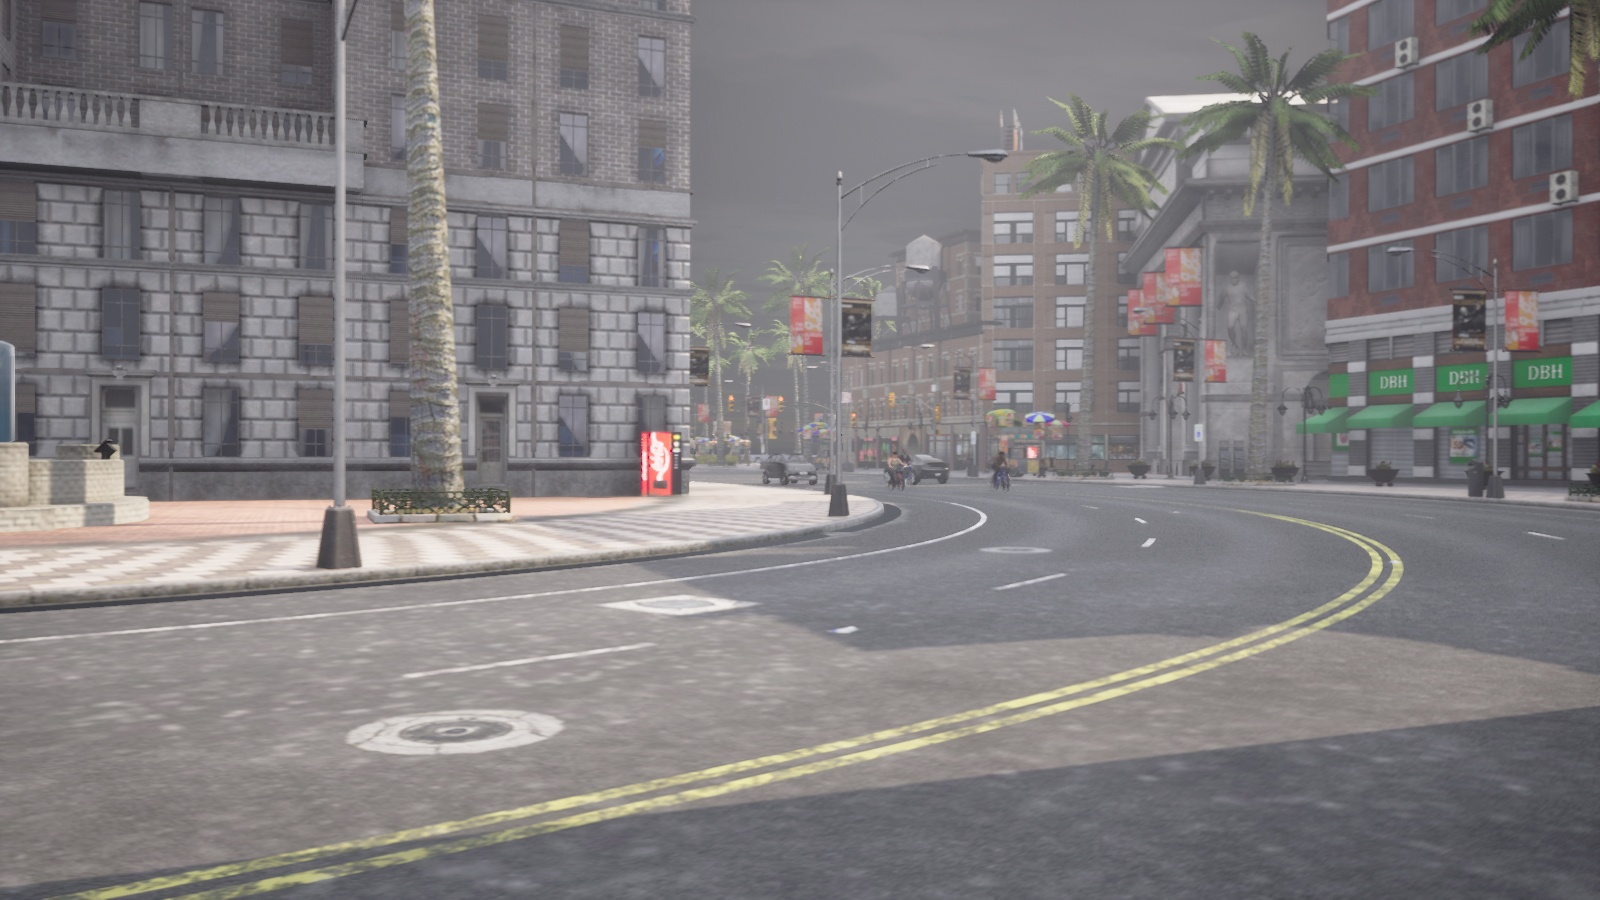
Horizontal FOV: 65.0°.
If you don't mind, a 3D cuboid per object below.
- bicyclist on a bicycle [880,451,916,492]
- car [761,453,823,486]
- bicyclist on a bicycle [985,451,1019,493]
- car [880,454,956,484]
[{"bbox_3d":[3.858,0.831,49.465,0.866,1.612,1.509,0,0,-19],"label":"bicyclist on a bicycle"},{"bbox_3d":[-0.413,0.923,60.578,1.789,1.549,3.705,0,-1,-21],"label":"car"},{"bbox_3d":[7.815,0.834,48.634,0.582,1.620,1.656,0,0,-18],"label":"bicyclist on a bicycle"},{"bbox_3d":[5.936,0.940,63.752,1.837,1.490,4.892,0,0,-21],"label":"car"}]
